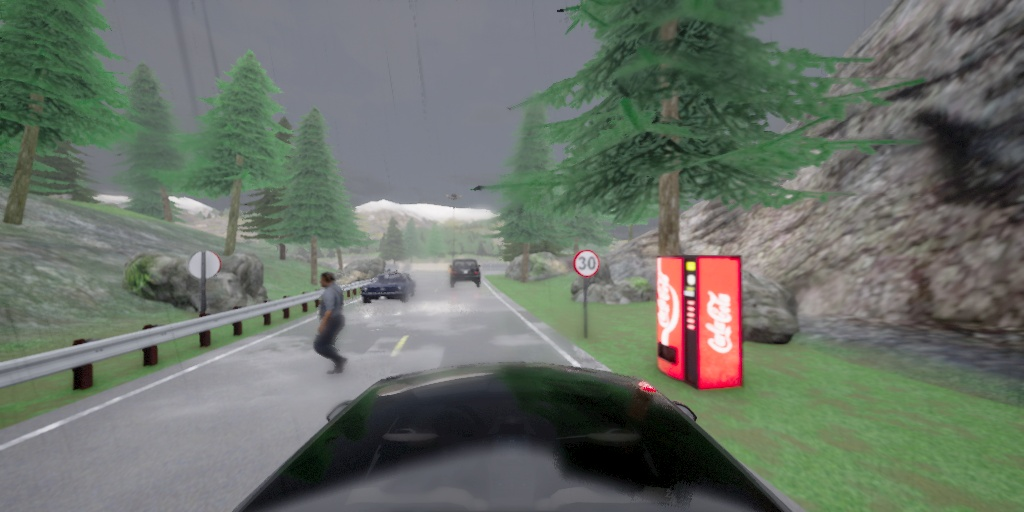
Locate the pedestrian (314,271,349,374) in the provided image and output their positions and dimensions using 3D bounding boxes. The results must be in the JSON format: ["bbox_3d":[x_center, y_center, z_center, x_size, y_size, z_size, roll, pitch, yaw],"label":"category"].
[{"bbox_3d":[-3.064,1.094,6.097,0.375,1.860,0.375,0,-1,-9],"label":"pedestrian"}]

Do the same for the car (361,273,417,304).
[{"bbox_3d":[-5.899,1.516,17.637,1.895,1.301,4.718,0,-1,-9],"label":"car"}]

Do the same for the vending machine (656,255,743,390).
[{"bbox_3d":[3.097,0.977,6.015,1.100,2.100,0.880,0,0,-9],"label":"vending machine"}]

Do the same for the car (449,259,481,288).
[{"bbox_3d":[-3.514,1.220,27.023,2.150,2.045,5.566,0,0,-8],"label":"car"}]
